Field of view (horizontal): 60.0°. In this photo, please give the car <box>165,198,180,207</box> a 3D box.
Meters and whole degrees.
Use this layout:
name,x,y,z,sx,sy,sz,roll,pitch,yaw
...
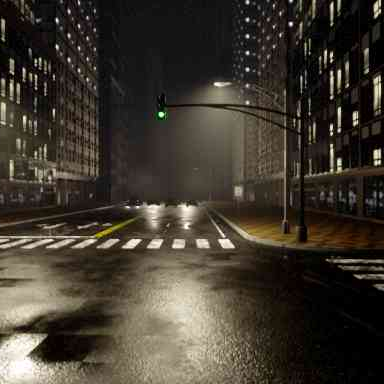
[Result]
name,x,y,z,sx,sy,sz,roll,pitch,yaw
car,-3.246,1.661,52.242,2.033,1.411,5.357,0,0,0

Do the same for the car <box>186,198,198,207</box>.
name,x,y,z,sx,sy,sz,roll,pitch,yaw
car,0.004,1.663,52.659,2.033,1.411,5.357,0,0,0

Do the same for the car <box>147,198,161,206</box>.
name,x,y,z,sx,sy,sz,roll,pitch,yaw
car,-6.496,1.696,56.828,1.994,1.385,4.181,0,0,0

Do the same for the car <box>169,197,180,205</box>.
name,x,y,z,sx,sy,sz,roll,pitch,yaw
car,-3.245,1.721,62.660,1.994,1.385,4.181,0,0,0

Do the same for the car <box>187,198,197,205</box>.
name,x,y,z,sx,sy,sz,roll,pitch,yaw
car,0.005,1.760,63.107,1.895,1.301,4.718,0,0,0

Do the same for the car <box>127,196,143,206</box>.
name,x,y,z,sx,sy,sz,roll,pitch,yaw
car,-9.745,1.484,56.858,2.097,1.767,4.553,0,0,0
